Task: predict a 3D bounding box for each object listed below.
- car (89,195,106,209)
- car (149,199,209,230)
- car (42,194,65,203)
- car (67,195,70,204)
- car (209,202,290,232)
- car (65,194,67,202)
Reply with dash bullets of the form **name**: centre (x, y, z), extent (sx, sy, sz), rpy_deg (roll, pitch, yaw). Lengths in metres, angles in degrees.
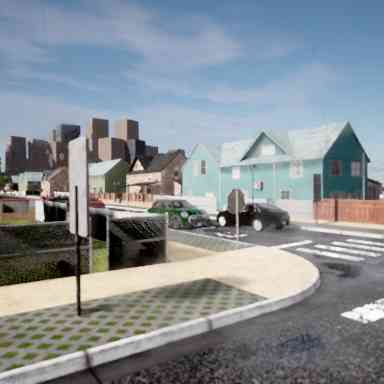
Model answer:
- **car**: centre (-10.308, 1.238, 33.380), extent (1.882, 1.535, 5.008), rpy_deg (-1, 1, -36)
- **car**: centre (-0.892, 1.238, 20.534), extent (2.097, 1.767, 4.553), rpy_deg (-1, 1, -36)
- **car**: centre (-19.614, 0.884, 46.213), extent (1.895, 1.301, 4.718), rpy_deg (-1, 1, -36)
- **car**: centre (-14.231, 1.129, 43.603), extent (2.128, 1.511, 4.902), rpy_deg (-1, 1, -36)
- **car**: centre (3.414, 1.377, 19.487), extent (1.837, 1.490, 4.892), rpy_deg (-1, 1, -36)
- **car**: centre (-20.380, 1.050, 51.909), extent (2.128, 1.511, 4.902), rpy_deg (-1, 1, -36)
